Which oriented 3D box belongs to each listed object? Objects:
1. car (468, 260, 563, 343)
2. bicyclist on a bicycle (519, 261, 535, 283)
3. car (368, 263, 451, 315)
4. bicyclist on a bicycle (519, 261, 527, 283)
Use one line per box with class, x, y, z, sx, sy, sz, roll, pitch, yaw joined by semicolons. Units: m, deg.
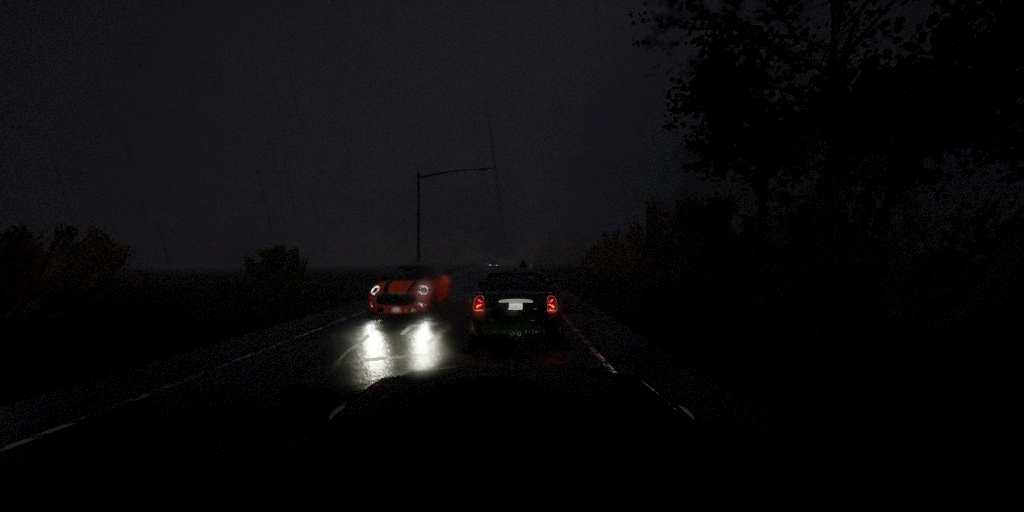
car;0.073;1.099;9.783;2.097;1.767;4.553;0;0;0
bicyclist on a bicycle;0.905;1.181;17.127;0.866;1.612;1.509;0;0;0
car;-3.642;1.098;13.471;2.097;1.767;4.553;0;0;0
bicyclist on a bicycle;0.842;1.193;27.244;0.582;1.620;1.656;0;0;0
